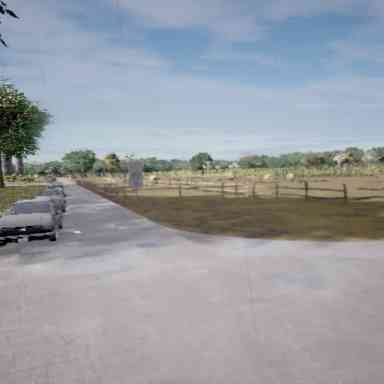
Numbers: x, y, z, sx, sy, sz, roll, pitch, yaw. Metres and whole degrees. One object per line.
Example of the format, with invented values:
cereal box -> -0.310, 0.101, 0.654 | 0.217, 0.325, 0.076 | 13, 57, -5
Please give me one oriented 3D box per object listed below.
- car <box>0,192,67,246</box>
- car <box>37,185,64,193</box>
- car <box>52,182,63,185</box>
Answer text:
car -> -6.103, 0.991, 12.899 | 2.033, 1.411, 5.357 | -3, 4, -17
car -> -9.246, 0.550, 21.584 | 2.128, 1.511, 4.902 | -4, 3, -21
car -> -15.982, -0.132, 38.724 | 1.994, 1.385, 4.181 | -4, 4, -21
